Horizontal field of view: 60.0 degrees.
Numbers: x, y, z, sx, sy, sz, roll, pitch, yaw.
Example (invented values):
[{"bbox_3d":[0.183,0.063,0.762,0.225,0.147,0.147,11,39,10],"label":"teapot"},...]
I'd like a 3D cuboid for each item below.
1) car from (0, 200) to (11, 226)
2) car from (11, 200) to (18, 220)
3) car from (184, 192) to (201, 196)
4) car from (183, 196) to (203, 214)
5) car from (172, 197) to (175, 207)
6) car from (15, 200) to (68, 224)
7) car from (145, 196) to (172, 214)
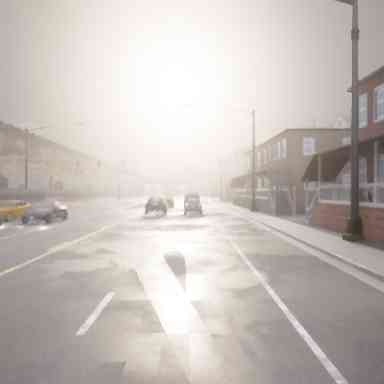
[{"bbox_3d":[-10.592,1.166,14.462,2.150,2.045,5.566,0,0,0],"label":"car"},{"bbox_3d":[-14.040,1.380,25.603,1.882,1.535,5.008,0,0,1],"label":"car"},{"bbox_3d":[0.021,1.048,46.051,2.150,2.045,5.566,0,0,0],"label":"car"},{"bbox_3d":[0.106,1.417,33.359,2.033,1.411,5.357,0,0,0],"label":"car"},{"bbox_3d":[-3.465,1.299,47.080,1.882,1.535,5.008,0,0,0],"label":"car"},{"bbox_3d":[-10.557,1.433,24.258,1.812,1.442,4.674,0,0,0],"label":"car"},{"bbox_3d":[-3.489,1.223,33.681,2.097,1.767,4.553,0,0,0],"label":"car"}]
